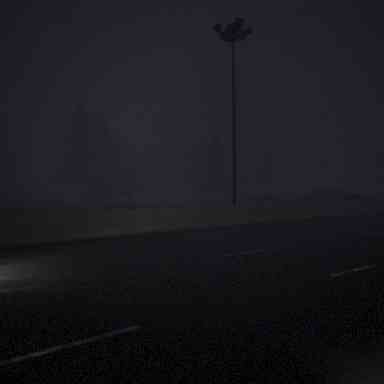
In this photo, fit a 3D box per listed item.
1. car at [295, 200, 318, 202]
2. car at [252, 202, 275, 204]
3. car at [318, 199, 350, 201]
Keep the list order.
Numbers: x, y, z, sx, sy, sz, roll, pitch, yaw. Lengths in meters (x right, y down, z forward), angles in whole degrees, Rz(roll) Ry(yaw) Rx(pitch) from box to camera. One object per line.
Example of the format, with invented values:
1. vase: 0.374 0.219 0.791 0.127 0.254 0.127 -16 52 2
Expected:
1. car: 14.484 0.565 36.658 5.566 2.045 2.150 -1 1 -26
2. car: 9.074 0.860 41.755 4.674 1.442 1.812 -1 1 -27
3. car: 15.285 0.886 33.129 4.892 1.490 1.837 -2 1 -26
